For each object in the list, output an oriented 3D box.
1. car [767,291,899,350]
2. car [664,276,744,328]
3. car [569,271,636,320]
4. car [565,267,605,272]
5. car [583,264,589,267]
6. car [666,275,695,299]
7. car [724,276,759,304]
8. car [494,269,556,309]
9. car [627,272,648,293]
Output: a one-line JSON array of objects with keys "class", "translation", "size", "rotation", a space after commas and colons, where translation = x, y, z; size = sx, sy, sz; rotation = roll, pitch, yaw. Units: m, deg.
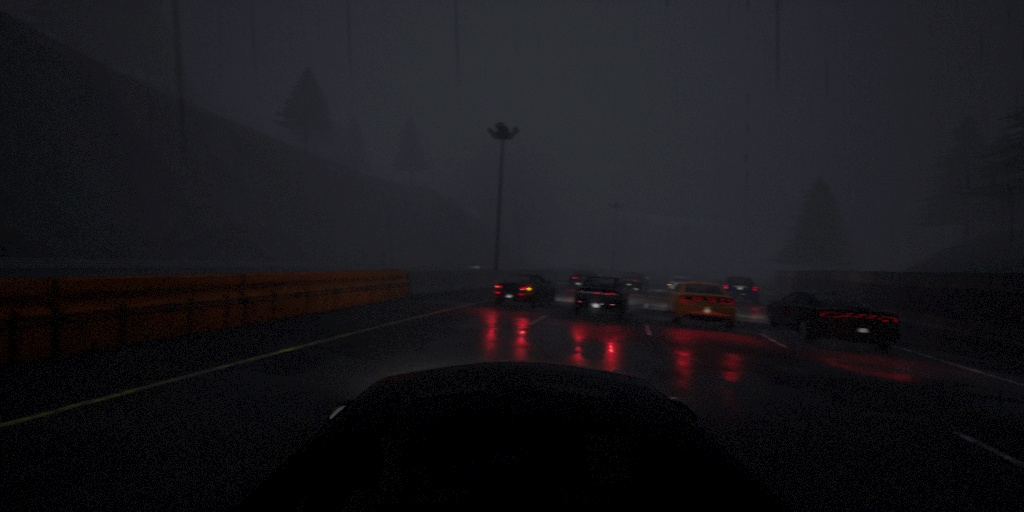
[{"class": "car", "translation": [10.110, 1.877, 11.763], "size": [1.882, 1.535, 5.008], "rotation": [3, -1, 20]}, {"class": "car", "translation": [7.315, 1.760, 14.229], "size": [1.882, 1.535, 5.008], "rotation": [3, -1, 19]}, {"class": "car", "translation": [3.806, 1.597, 14.857], "size": [2.128, 1.511, 4.902], "rotation": [3, -1, 20]}, {"class": "car", "translation": [6.059, 1.901, 29.288], "size": [1.837, 1.490, 4.892], "rotation": [3, 0, 26]}, {"class": "car", "translation": [14.993, 2.760, 63.271], "size": [2.128, 1.511, 4.902], "rotation": [2, -1, 39]}, {"class": "car", "translation": [12.757, 2.246, 27.054], "size": [1.812, 1.442, 4.674], "rotation": [3, -1, 27]}, {"class": "car", "translation": [15.622, 2.197, 24.951], "size": [2.097, 1.767, 4.553], "rotation": [3, -1, 26]}, {"class": "car", "translation": [0.712, 1.488, 16.561], "size": [1.812, 1.442, 4.674], "rotation": [3, -1, 21]}, {"class": "car", "translation": [9.791, 2.064, 28.922], "size": [1.882, 1.535, 5.008], "rotation": [3, 0, 27]}]
